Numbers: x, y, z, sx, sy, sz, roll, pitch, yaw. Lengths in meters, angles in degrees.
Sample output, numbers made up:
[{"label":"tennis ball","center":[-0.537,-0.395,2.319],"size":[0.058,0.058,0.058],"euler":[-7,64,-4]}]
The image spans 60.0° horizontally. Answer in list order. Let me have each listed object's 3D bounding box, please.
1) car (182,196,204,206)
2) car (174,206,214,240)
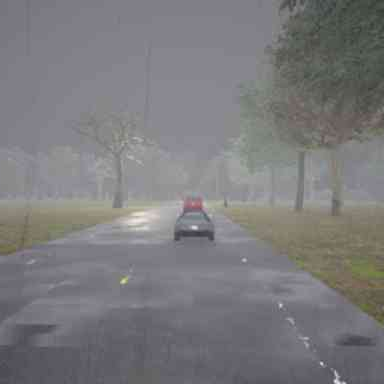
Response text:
[{"label":"car","center":[0.125,1.423,37.355],"size":[2.150,2.045,5.566],"euler":[0,0,0]},{"label":"car","center":[0.111,1.641,17.483],"size":[1.994,1.385,4.181],"euler":[0,0,0]}]
